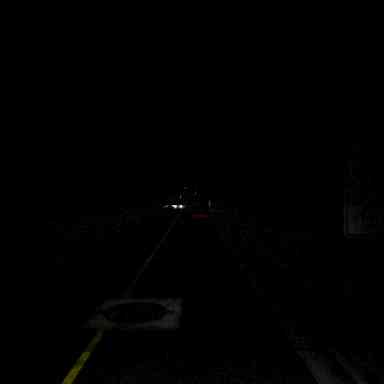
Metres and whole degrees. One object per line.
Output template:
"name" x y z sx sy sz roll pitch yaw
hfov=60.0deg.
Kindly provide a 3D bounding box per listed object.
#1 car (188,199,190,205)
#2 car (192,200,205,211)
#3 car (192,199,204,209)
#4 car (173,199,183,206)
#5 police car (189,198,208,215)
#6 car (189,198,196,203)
"car" 0.073 2.129 76.273 2.033 1.411 5.357 0 -1 0
"car" 0.947 1.940 49.749 1.882 1.535 5.008 0 -1 0
"car" 0.953 1.997 55.749 1.882 1.535 5.008 0 -1 0
"car" -2.933 2.216 70.997 1.994 1.385 4.181 0 -1 0
"police car" 0.938 1.794 39.858 1.930 1.638 5.238 0 -1 0
"car" 0.087 2.277 91.274 1.994 1.385 4.181 0 0 0
